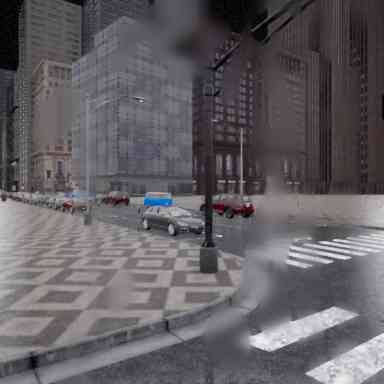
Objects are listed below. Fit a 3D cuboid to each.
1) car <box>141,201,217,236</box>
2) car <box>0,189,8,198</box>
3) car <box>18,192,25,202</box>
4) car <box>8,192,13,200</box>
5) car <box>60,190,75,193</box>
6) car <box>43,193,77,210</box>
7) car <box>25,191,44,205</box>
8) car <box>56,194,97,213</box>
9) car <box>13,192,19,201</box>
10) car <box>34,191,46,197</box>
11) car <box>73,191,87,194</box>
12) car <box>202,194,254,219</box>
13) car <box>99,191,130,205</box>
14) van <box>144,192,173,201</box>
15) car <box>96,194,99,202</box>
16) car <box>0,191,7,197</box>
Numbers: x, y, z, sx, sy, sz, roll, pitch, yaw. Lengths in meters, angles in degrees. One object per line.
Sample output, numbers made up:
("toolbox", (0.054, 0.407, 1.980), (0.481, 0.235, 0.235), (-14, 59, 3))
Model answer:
("car", (-1.065, 1.366, 16.958), (2.008, 1.369, 4.403), (1, 0, -36))
("car", (-39.130, 0.609, 70.273), (1.947, 1.339, 4.313), (1, 0, -36))
("car", (-23.269, 0.873, 48.059), (2.008, 1.369, 4.403), (1, 0, -36))
("car", (-29.614, 0.746, 56.945), (1.887, 1.381, 4.507), (1, 0, -36))
("car", (-21.923, 0.776, 56.405), (1.812, 1.442, 4.674), (0, 1, -35))
("car", (-13.752, 1.073, 34.729), (2.008, 1.369, 4.403), (1, 0, -36))
("car", (-20.097, 0.938, 43.616), (2.008, 1.369, 4.403), (1, 0, -36))
("car", (-10.580, 1.138, 30.287), (1.887, 1.381, 4.507), (1, 0, -36))
("car", (-26.440, 0.701, 52.502), (1.967, 1.590, 4.097), (1, 0, -36))
("car", (-38.534, 0.493, 84.109), (1.887, 1.381, 4.507), (0, 0, -36))
("car", (-16.199, 0.965, 48.388), (1.895, 1.301, 4.718), (0, 1, -36))
("car", (2.712, 1.048, 26.345), (2.192, 1.841, 5.009), (1, 0, -36))
("car", (-9.978, 0.764, 44.119), (2.192, 1.841, 5.009), (1, 0, -36))
("van", (-3.634, 0.928, 35.232), (1.690, 1.788, 3.998), (1, 0, -36))
("car", (-13.155, 0.932, 48.564), (2.008, 1.369, 4.403), (1, 0, -36))
("car", (-45.375, 0.481, 79.020), (1.752, 1.417, 4.829), (1, 0, -36))
